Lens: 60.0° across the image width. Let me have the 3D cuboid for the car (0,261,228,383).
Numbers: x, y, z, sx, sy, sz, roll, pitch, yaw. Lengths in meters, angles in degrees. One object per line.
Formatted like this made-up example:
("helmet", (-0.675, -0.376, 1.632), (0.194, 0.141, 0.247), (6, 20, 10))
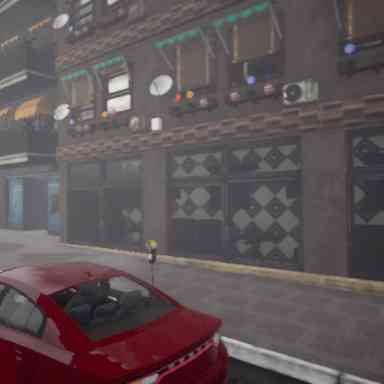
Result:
("car", (-1.751, 1.525, 3.992), (4.507, 1.381, 1.887), (0, -1, 36))
